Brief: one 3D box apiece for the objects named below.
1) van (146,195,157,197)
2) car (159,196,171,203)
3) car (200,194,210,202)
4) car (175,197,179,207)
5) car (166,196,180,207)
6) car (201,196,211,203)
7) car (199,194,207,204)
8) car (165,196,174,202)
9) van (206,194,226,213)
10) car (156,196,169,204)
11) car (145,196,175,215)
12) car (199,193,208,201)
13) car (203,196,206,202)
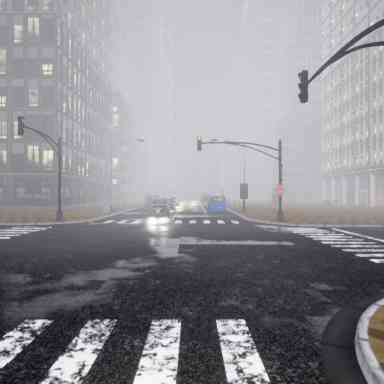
[{"bbox_3d":[-5.679,1.340,47.045,1.690,1.788,3.998,0,0,0],"label":"van"},{"bbox_3d":[-5.554,1.548,69.201,2.008,1.369,4.403,0,0,0],"label":"car"},{"bbox_3d":[2.859,1.311,74.695,2.192,1.841,5.009,0,0,0],"label":"car"},{"bbox_3d":[-3.112,1.547,43.096,2.033,1.411,5.357,0,0,0],"label":"car"},{"bbox_3d":[-3.044,1.477,53.235,1.882,1.535,5.008,0,0,1],"label":"car"},{"bbox_3d":[2.826,1.542,69.155,1.887,1.381,4.507,0,0,0],"label":"car"},{"bbox_3d":[2.796,1.313,63.616,2.192,1.841,5.009,0,0,0],"label":"car"},{"bbox_3d":[-5.491,1.578,80.281,1.802,1.307,4.206,0,0,0],"label":"car"},{"bbox_3d":[2.752,1.340,35.923,1.690,1.788,3.998,0,0,0],"label":"van"},{"bbox_3d":[-5.585,1.564,63.663,1.947,1.339,4.313,0,0,0],"label":"car"},{"bbox_3d":[-3.176,1.491,33.311,2.128,1.511,4.902,0,0,-1],"label":"car"},{"bbox_3d":[2.922,1.309,85.773,2.192,1.841,5.009,0,0,0],"label":"car"},{"bbox_3d":[2.693,1.544,41.462,1.887,1.381,4.507,0,0,0],"label":"car"}]
